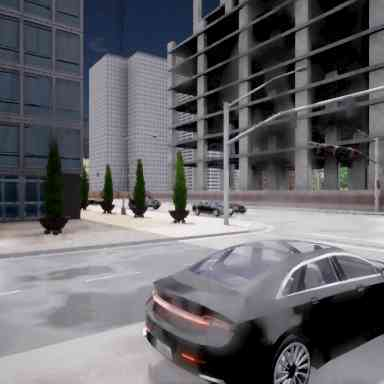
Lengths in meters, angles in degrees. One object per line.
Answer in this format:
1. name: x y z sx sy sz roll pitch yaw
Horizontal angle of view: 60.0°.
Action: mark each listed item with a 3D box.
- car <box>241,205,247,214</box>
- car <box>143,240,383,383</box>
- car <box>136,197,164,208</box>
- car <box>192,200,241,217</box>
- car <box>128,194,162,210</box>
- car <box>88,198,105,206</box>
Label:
1. car: 3.819 1.619 35.150 1.994 1.385 4.181 0 0 -36
2. car: 1.662 1.492 5.040 4.902 1.511 2.128 0 0 -36
3. car: -6.292 1.533 49.073 1.882 1.535 5.008 0 0 -36
4. car: 1.961 1.547 31.753 2.128 1.511 4.902 0 0 -36
5. car: -6.302 1.277 43.125 2.150 2.045 5.566 0 0 -36
6. car: -16.058 1.656 56.665 1.895 1.301 4.718 0 0 -36
